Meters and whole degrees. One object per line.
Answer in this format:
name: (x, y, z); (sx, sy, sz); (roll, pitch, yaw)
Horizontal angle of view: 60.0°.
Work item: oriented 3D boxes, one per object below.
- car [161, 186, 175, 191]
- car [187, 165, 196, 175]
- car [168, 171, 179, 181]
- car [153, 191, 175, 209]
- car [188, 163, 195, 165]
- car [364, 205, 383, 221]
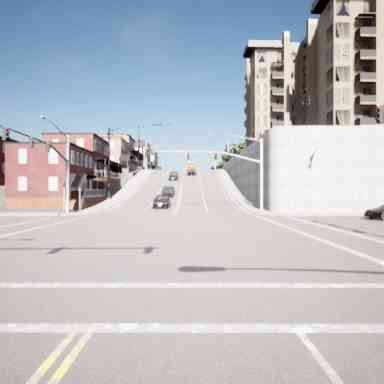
car: (-3.635, -0.152, 50.938); (2.033, 1.411, 5.357); (0, 9, 1)
car: (-0.079, -4.407, 71.520); (1.895, 1.301, 4.718); (0, 12, 0)
car: (-3.602, -3.190, 65.442); (2.128, 1.511, 4.902); (0, 12, 0)
car: (-3.633, 1.089, 40.264); (2.128, 1.511, 4.902); (0, 4, 0)
car: (-0.090, -6.336, 81.387); (2.097, 1.767, 4.553); (0, 5, 0)
car: (16.099, 1.543, 26.530); (4.181, 1.385, 1.994); (0, 0, -1)
